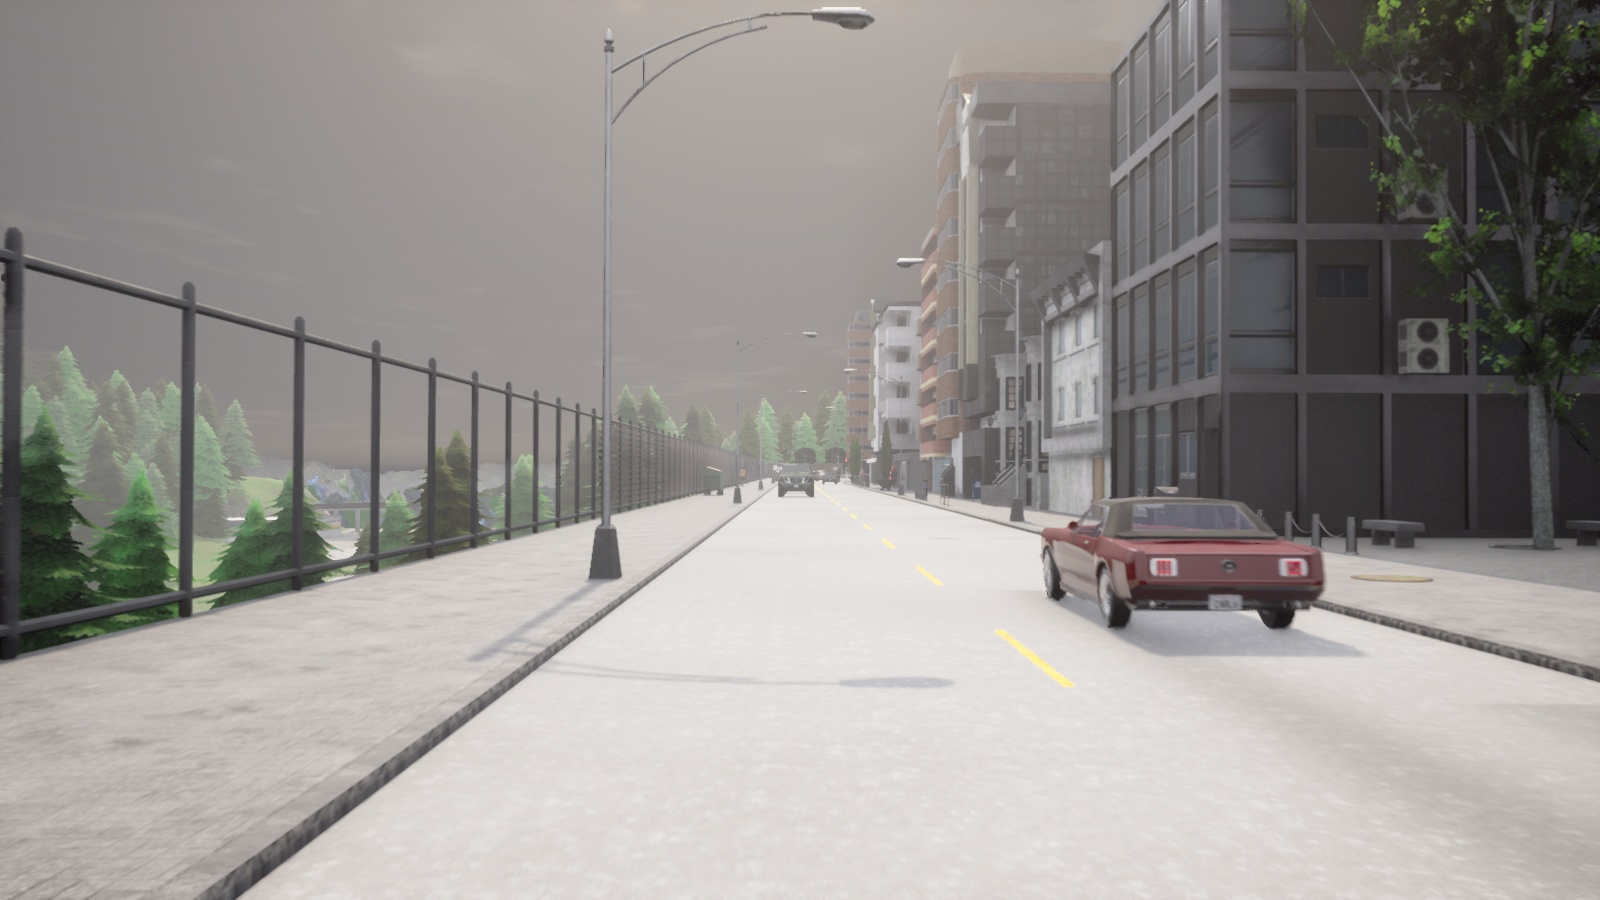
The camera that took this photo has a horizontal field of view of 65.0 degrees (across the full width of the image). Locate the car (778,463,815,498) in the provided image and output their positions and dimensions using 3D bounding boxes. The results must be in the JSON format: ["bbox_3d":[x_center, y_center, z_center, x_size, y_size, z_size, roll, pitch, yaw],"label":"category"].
[{"bbox_3d":[-0.215,1.811,76.284,2.150,2.045,5.566,0,-1,0],"label":"car"}]

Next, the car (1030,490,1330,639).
[{"bbox_3d":[3.959,1.134,14.014,1.895,1.301,4.718,0,-1,0],"label":"car"}]
